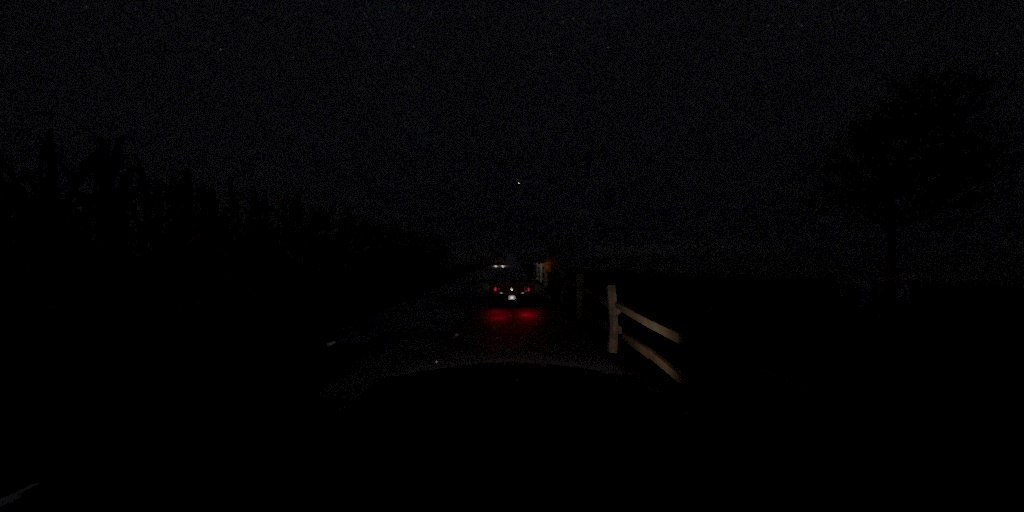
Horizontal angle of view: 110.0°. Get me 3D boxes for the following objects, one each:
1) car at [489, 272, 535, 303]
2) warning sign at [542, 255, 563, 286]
[{"bbox_3d":[0.000,1.357,16.531,1.895,1.301,4.718,0,0,0],"label":"car"},{"bbox_3d":[2.450,0.851,21.910,1.300,1.860,1.060,0,0,0],"label":"warning sign"}]
